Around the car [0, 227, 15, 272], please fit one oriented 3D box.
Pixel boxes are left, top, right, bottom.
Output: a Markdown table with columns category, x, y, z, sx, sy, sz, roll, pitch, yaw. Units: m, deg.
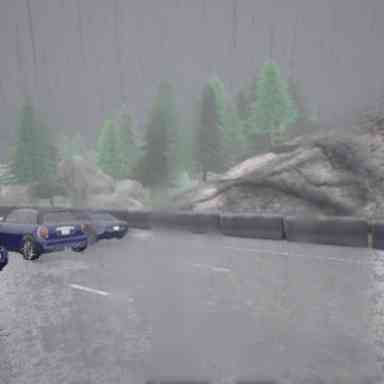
| category | x | y | z | sx | sy | sz | roll | pitch | yaw |
| --- | --- | --- | --- | --- | --- | --- | --- | --- | --- |
| car | -6.995 | 1.637 | 8.987 | 4.718 | 1.301 | 1.895 | 0 | 0 | 36 |

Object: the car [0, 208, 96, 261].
| category | x | y | z | sx | sy | sz | roll | pitch | yaw |
| --- | --- | --- | --- | --- | --- | --- | --- | --- | --- |
| car | -6.058 | 1.392 | 12.616 | 4.553 | 1.767 | 2.097 | 0 | 0 | 36 |

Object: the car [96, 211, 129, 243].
| category | x | y | z | sx | sy | sz | roll | pitch | yaw |
| --- | --- | --- | --- | --- | --- | --- | --- | --- | --- |
| car | -5.059 | 1.608 | 16.203 | 4.181 | 1.385 | 1.994 | 0 | 0 | 36 |
